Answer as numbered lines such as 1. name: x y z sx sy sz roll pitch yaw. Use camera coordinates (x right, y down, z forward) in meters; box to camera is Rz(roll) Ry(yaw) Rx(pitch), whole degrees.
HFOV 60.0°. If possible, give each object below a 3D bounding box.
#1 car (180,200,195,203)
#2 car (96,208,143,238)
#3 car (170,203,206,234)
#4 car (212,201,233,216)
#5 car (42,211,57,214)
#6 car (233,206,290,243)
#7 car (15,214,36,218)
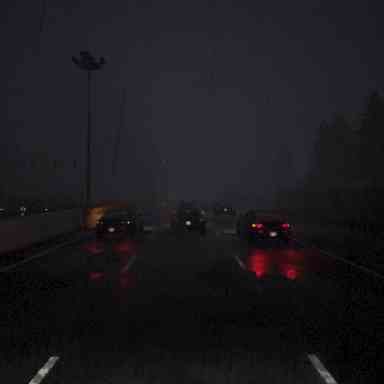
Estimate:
1. car: -0.442 1.525 32.796 2.128 1.511 4.902 0 0 -1
2. car: -3.709 1.539 17.498 1.812 1.442 4.674 0 0 -1
3. car: -0.233 1.584 19.371 1.994 1.385 4.181 0 0 -1
4. car: 3.060 1.601 32.581 1.994 1.385 4.181 0 0 -1
5. car: -10.982 1.529 28.790 1.895 1.301 4.718 0 0 -1
6. car: 3.315 1.547 16.012 1.812 1.442 4.674 0 0 -1
7. car: -14.483 1.366 28.797 2.097 1.767 4.553 0 0 -1
